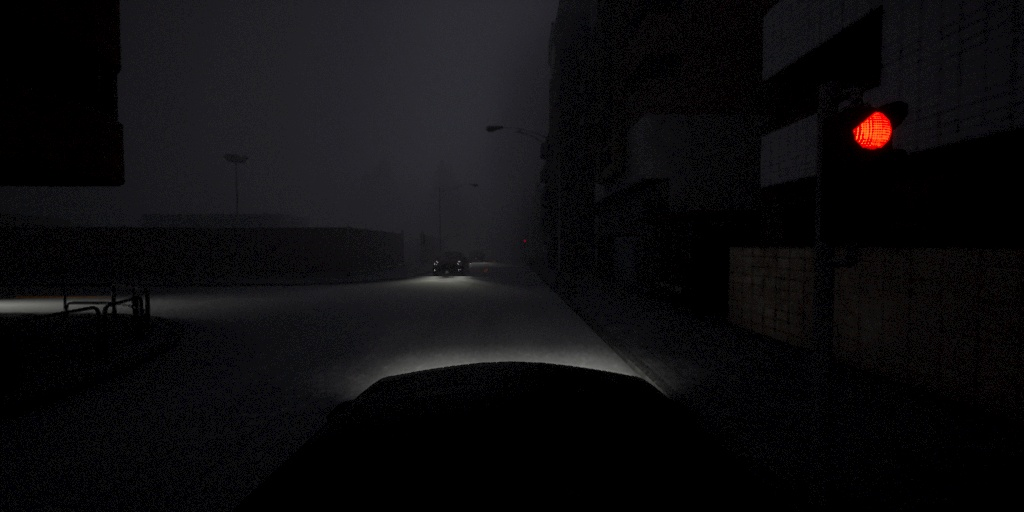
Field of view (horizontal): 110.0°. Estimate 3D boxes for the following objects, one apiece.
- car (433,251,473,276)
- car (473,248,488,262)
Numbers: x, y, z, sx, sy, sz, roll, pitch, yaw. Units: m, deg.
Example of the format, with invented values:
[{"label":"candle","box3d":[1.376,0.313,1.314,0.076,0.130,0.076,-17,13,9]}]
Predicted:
[{"label":"car","box3d":[-4.324,0.432,25.949,2.097,1.767,4.553,0,2,0]},{"label":"car","box3d":[-4.489,0.008,46.889,1.837,1.490,4.892,0,1,0]}]
